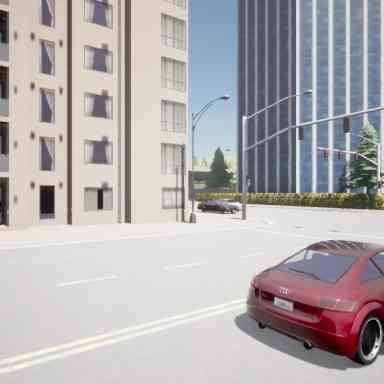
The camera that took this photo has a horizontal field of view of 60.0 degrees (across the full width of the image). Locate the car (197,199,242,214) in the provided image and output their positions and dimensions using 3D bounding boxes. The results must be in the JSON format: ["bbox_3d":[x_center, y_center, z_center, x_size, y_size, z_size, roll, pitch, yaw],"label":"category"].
[{"bbox_3d":[2.695,1.547,35.638,2.033,1.411,5.357,0,0,-35],"label":"car"}]

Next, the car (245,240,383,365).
[{"bbox_3d":[2.947,1.564,5.881,4.181,1.385,1.994,0,0,-35],"label":"car"}]

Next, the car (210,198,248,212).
[{"bbox_3d":[4.300,1.526,39.500,1.812,1.442,4.674,0,0,-35],"label":"car"}]
